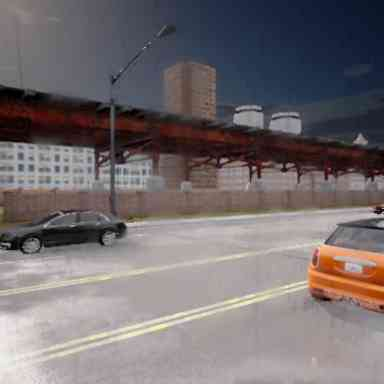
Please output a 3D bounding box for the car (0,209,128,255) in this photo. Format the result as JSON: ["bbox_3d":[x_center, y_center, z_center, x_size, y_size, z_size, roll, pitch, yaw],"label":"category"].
[{"bbox_3d":[-4.997,1.488,13.325,4.892,1.490,1.837,0,0,-35],"label":"car"}]

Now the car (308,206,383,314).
[{"bbox_3d":[4.512,1.317,6.960,4.553,1.767,2.097,0,0,-36],"label":"car"}]

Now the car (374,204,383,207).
[{"bbox_3d":[18.254,1.452,29.904,4.718,1.301,1.895,0,0,-35],"label":"car"}]
